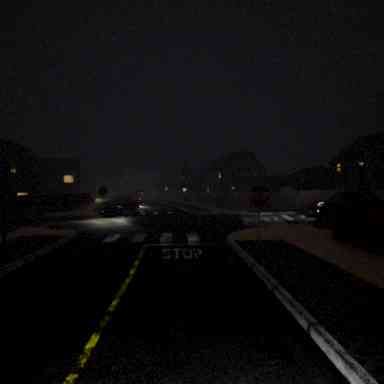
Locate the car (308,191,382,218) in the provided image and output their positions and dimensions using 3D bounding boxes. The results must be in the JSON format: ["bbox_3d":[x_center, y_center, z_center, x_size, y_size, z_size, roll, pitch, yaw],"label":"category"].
[{"bbox_3d":[10.215,0.714,22.256,4.553,1.767,2.097,-1,2,1],"label":"car"}]

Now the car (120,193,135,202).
[{"bbox_3d":[-11.076,0.882,56.639,2.033,1.411,5.357,-1,1,-16],"label":"car"}]

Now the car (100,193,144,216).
[{"bbox_3d":[-5.940,1.088,27.966,1.882,1.535,5.008,0,1,9],"label":"car"}]

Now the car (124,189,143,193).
[{"bbox_3d":[-7.605,0.803,42.743,2.097,1.767,4.553,0,1,-13],"label":"car"}]

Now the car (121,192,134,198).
[{"bbox_3d":[-14.697,0.614,75.798,1.994,1.385,4.181,-1,1,-22],"label":"car"}]

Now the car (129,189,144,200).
[{"bbox_3d":[-11.059,0.462,65.953,2.150,2.045,5.566,-1,1,-19],"label":"car"}]
